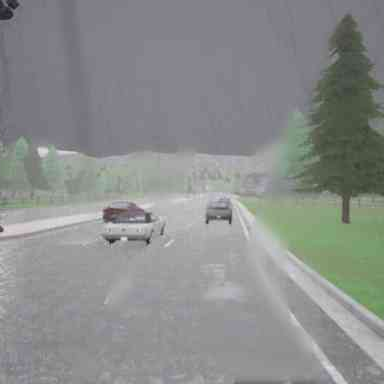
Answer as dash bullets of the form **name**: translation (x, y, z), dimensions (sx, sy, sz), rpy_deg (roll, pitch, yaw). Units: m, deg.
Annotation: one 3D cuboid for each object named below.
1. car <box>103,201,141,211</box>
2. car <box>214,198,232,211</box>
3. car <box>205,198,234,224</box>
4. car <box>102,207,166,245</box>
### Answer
- **car**: translation (-4.995, 1.434, 24.659), dimensions (1.882, 1.535, 5.008), rpy_deg (0, 0, 6)
- **car**: translation (3.908, 1.482, 41.131), dimensions (2.033, 1.411, 5.357), rpy_deg (0, 0, 6)
- **car**: translation (2.013, 1.451, 24.329), dimensions (2.128, 1.511, 4.902), rpy_deg (0, 0, 6)
- **car**: translation (-2.481, 1.574, 15.498), dimensions (1.895, 1.301, 4.718), rpy_deg (0, 0, 6)
